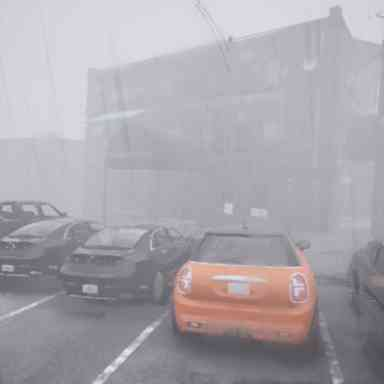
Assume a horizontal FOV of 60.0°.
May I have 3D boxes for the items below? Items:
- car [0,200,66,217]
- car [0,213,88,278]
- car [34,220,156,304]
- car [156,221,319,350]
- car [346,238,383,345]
[{"bbox_3d":[-5.961,1.307,11.715,2.435,2.045,5.566,-1,-1,15],"label":"car"},{"bbox_3d":[-3.575,1.526,9.981,2.231,1.521,4.892,-1,-1,15],"label":"car"},{"bbox_3d":[-1.180,1.505,8.280,2.231,1.521,4.892,0,-1,15],"label":"car"},{"bbox_3d":[1.201,1.358,6.558,2.185,1.767,4.553,0,-1,15],"label":"car"},{"bbox_3d":[3.600,1.503,4.851,2.163,1.488,4.792,0,-1,16],"label":"car"}]
